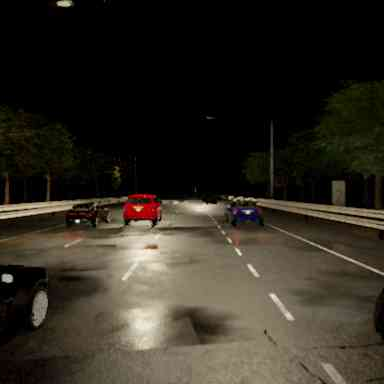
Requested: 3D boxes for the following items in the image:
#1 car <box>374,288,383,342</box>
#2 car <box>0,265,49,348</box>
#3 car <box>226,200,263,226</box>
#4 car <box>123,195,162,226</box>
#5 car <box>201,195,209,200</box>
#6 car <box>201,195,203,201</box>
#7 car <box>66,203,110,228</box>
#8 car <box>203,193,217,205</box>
[{"bbox_3d":[3.599,1.505,2.950,1.837,1.490,4.892,0,0,0],"label":"car"},{"bbox_3d":[-3.400,1.478,3.803,1.882,1.535,5.008,0,0,0],"label":"car"},{"bbox_3d":[3.595,1.357,23.491,2.097,1.767,4.553,0,0,0],"label":"car"},{"bbox_3d":[-3.402,1.227,23.750,2.150,2.045,5.566,0,0,0],"label":"car"},{"bbox_3d":[3.602,1.639,93.350,1.994,1.385,4.181,0,0,0],"label":"car"},{"bbox_3d":[3.523,1.266,71.405,2.150,2.045,5.566,0,0,0],"label":"car"},{"bbox_3d":[-6.903,1.510,22.478,1.837,1.490,4.892,0,0,0],"label":"car"},{"bbox_3d":[3.502,1.460,60.389,2.033,1.649,4.856,0,0,0],"label":"car"}]
